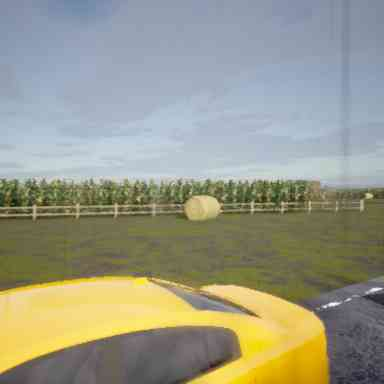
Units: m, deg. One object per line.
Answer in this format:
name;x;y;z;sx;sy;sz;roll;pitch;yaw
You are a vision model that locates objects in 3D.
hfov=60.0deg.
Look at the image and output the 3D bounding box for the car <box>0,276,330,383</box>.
car;-1.103;1.477;2.281;5.008;1.535;1.882;0;0;-35
